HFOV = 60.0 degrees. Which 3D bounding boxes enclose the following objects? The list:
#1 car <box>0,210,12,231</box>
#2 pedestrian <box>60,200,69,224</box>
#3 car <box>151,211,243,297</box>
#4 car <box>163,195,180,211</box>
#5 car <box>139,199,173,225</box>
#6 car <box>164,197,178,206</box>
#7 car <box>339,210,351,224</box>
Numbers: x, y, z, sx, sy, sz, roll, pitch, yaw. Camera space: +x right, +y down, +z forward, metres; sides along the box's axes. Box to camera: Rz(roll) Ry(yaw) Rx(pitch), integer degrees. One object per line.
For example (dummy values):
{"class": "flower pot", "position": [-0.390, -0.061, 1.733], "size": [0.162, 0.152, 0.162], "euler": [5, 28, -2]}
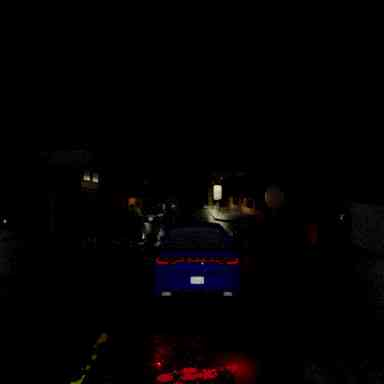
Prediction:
{"class": "car", "position": [-13.528, 1.375, 19.273], "size": [5.566, 2.045, 2.150], "euler": [-1, -2, 1]}
{"class": "pedestrian", "position": [-9.641, 1.453, 25.094], "size": [0.375, 1.860, 0.375], "euler": [0, -1, 1]}
{"class": "car", "position": [0.105, 1.492, 8.652], "size": [1.882, 1.535, 5.008], "euler": [0, 0, 0]}
{"class": "car", "position": [-2.804, 1.495, 38.228], "size": [2.097, 1.767, 4.553], "euler": [0, 0, 0]}
{"class": "car", "position": [-2.838, 1.581, 25.243], "size": [2.128, 1.511, 4.902], "euler": [-1, 0, 0]}
{"class": "car", "position": [-4.334, 1.857, 68.133], "size": [2.097, 1.767, 4.553], "euler": [1, -1, -16]}
{"class": "car", "position": [12.277, 1.413, 21.863], "size": [4.902, 1.511, 2.128], "euler": [-1, -2, 1]}
